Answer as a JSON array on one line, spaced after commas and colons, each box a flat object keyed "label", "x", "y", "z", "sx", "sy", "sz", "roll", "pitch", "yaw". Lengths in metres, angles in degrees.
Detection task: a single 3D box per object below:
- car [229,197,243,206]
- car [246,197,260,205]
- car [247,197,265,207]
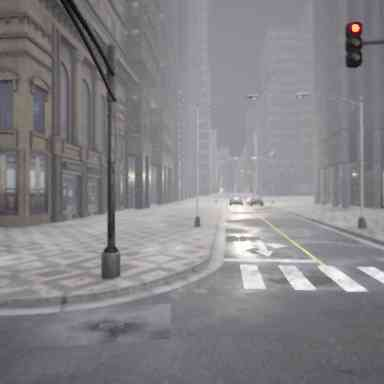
[{"label": "car", "x": 6.723, "y": 1.447, "z": 50.804, "sx": 1.994, "sy": 1.385, "sz": 4.181, "roll": 0, "pitch": 0, "yaw": 6}, {"label": "car", "x": 10.313, "y": 1.459, "z": 56.325, "sx": 1.895, "sy": 1.301, "sz": 4.718, "roll": 0, "pitch": 0, "yaw": 6}, {"label": "car", "x": 9.632, "y": 1.399, "z": 49.482, "sx": 1.812, "sy": 1.442, "sz": 4.674, "roll": 0, "pitch": 0, "yaw": 7}]
